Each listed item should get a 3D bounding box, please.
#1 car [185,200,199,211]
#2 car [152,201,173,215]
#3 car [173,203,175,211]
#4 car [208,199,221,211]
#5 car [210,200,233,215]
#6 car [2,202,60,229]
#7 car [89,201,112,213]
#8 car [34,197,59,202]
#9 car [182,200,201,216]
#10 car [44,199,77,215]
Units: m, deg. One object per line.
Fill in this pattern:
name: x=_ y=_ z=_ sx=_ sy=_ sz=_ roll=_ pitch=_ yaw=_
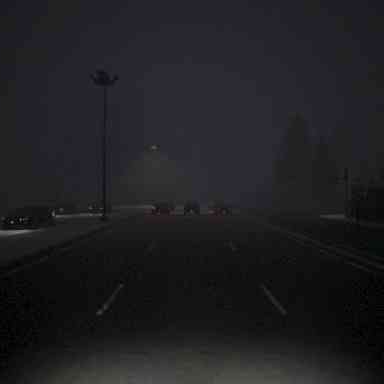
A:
car: x=-0.018 y=1.952 z=48.224 sx=1.837 sy=1.490 sz=4.892 roll=0 pitch=-1 yaw=0
car: x=-3.514 y=1.881 z=38.220 sx=1.812 sy=1.442 sz=4.674 roll=0 pitch=-1 yaw=0
car: x=-3.518 y=2.011 z=48.223 sx=1.994 sy=1.385 sz=4.181 roll=0 pitch=-1 yaw=0
car: x=3.482 y=1.799 z=48.197 sx=2.097 sy=1.767 sz=4.553 roll=0 pitch=-1 yaw=0
car: x=3.486 y=1.956 z=38.251 sx=1.895 sy=1.301 sz=4.718 roll=0 pitch=-1 yaw=0
car: x=-11.560 y=1.727 z=23.824 sx=1.837 sy=1.490 sz=4.892 roll=0 pitch=-1 yaw=1
car: x=-11.517 y=1.912 z=42.204 sx=1.837 sy=1.490 sz=4.892 roll=0 pitch=-1 yaw=0
car: x=-18.516 y=1.710 z=42.359 sx=2.150 sy=2.045 sz=5.566 roll=0 pitch=-1 yaw=0
car: x=-0.014 y=1.856 z=37.804 sx=1.837 sy=1.490 sz=4.892 roll=0 pitch=-1 yaw=0
car: x=-15.052 y=1.867 z=38.884 sx=1.837 sy=1.490 sz=4.892 roll=0 pitch=-1 yaw=0
